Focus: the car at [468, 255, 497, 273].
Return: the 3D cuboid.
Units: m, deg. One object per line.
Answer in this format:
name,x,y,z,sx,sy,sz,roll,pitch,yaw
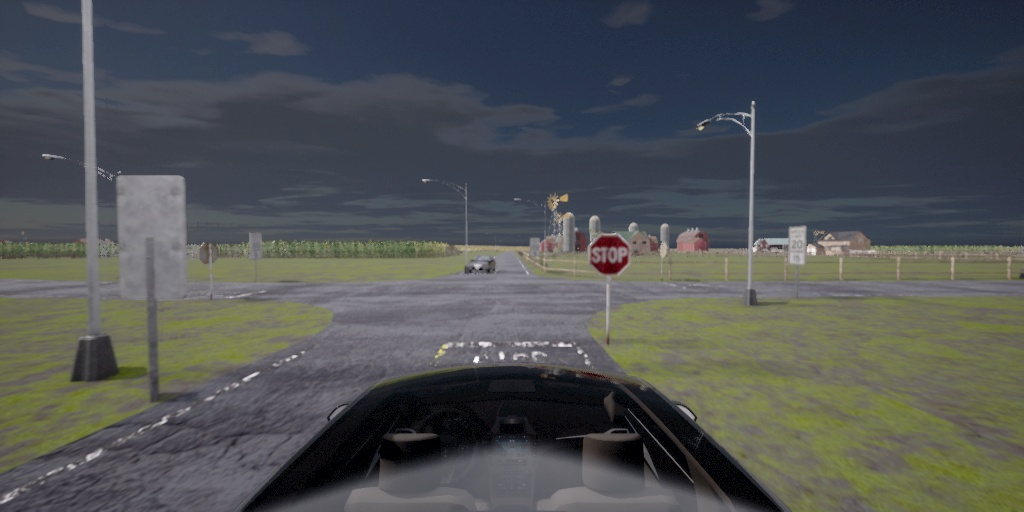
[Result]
car,-2.553,0.651,31.700,2.128,1.511,4.902,0,1,6
